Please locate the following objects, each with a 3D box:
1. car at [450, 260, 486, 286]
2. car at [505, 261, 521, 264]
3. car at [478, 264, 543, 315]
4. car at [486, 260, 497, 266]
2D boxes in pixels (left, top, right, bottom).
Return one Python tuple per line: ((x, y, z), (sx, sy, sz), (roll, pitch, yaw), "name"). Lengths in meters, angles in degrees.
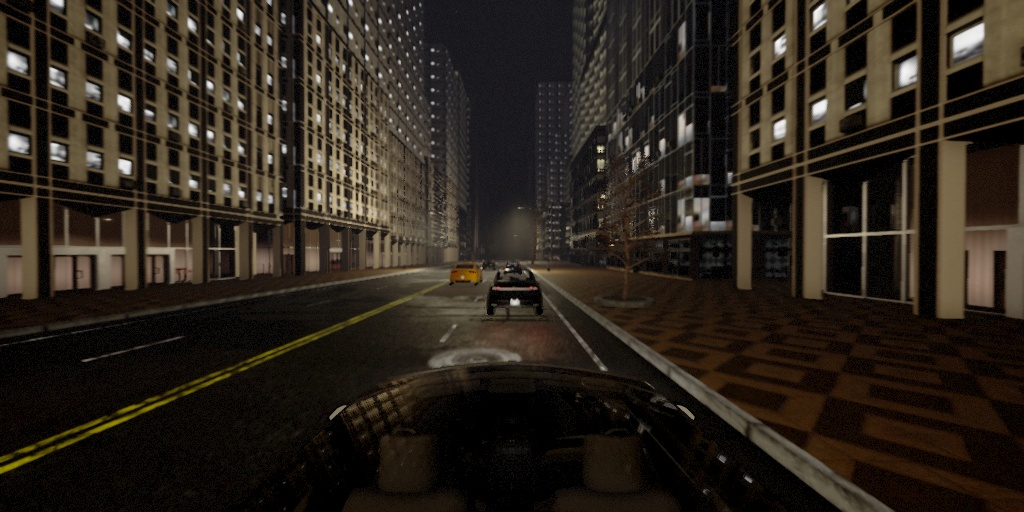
((-3.160, 1.212, 25.429), (1.882, 1.535, 5.008), (0, 0, 0), "car")
((0.083, 1.295, 40.542), (1.994, 1.385, 4.181), (0, 0, 0), "car")
((0.094, 1.232, 13.530), (2.128, 1.511, 4.902), (0, 0, 0), "car")
((-3.171, 1.242, 49.825), (1.837, 1.490, 4.892), (0, 1, 0), "car")
